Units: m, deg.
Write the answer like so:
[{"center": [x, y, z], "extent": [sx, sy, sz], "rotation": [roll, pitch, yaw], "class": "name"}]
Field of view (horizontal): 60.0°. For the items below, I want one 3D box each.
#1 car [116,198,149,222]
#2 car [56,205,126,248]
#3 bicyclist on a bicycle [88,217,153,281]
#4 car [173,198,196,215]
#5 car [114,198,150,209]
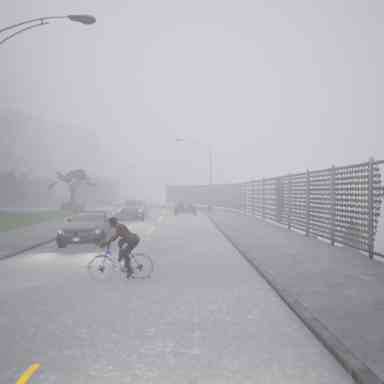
[{"center": [-4.674, 1.352, 26.600], "extent": [2.097, 1.767, 4.553], "rotation": [0, 0, -1], "class": "car"}, {"center": [-4.406, 1.525, 14.839], "extent": [1.812, 1.442, 4.674], "rotation": [0, 0, -1], "class": "car"}, {"center": [-1.814, 1.452, 8.411], "extent": [1.656, 1.620, 0.582], "rotation": [-2, 0, -1], "class": "bicyclist on a bicycle"}, {"center": [-0.811, 1.351, 33.825], "extent": [2.097, 1.767, 4.553], "rotation": [0, 0, -6], "class": "car"}, {"center": [-8.143, 1.527, 45.156], "extent": [4.674, 1.442, 1.812], "rotation": [0, 0, 22], "class": "car"}]
